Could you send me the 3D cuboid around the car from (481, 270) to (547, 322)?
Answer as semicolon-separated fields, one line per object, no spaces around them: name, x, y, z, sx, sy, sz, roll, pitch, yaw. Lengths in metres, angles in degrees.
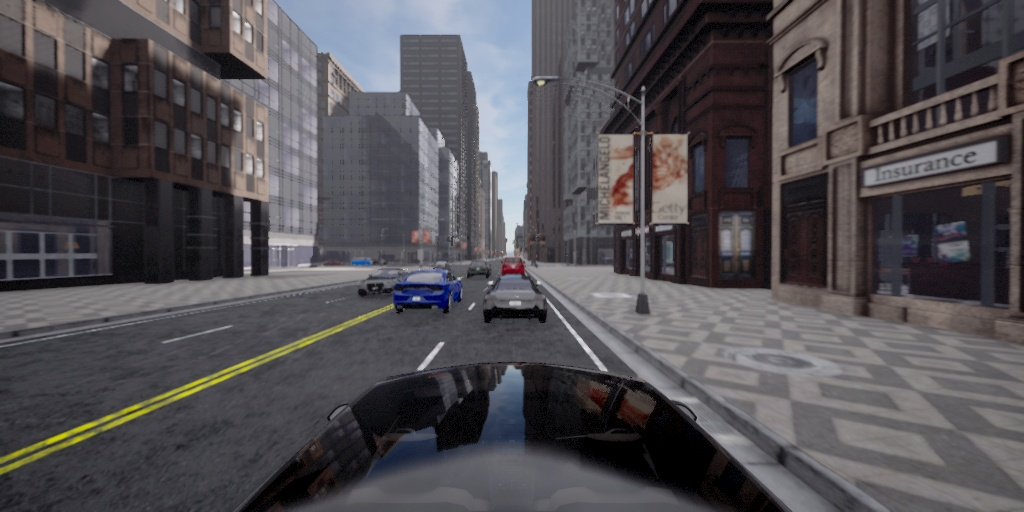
car;0.099;1.348;12.426;1.994;1.385;4.181;0;0;0

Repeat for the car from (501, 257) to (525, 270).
car;0.109;1.069;34.739;2.150;2.045;5.566;0;0;0

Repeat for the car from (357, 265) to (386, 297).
car;-6.593;1.368;19.239;1.994;1.385;4.181;0;0;0

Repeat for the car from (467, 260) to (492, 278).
car;-3.142;1.201;35.358;2.097;1.767;4.553;0;0;0

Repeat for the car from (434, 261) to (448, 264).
car;-9.816;1.414;49.959;1.812;1.442;4.674;0;0;0

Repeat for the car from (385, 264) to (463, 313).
car;-3.148;1.267;14.304;1.882;1.535;5.008;0;0;0
